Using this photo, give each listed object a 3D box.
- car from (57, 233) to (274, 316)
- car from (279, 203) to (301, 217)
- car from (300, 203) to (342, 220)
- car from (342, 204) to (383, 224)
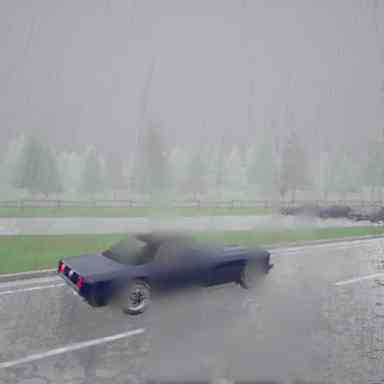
[{"bbox_3d":[-0.374,1.611,7.536,4.718,1.301,1.895,0,0,-34],"label":"car"},{"bbox_3d":[10.793,1.724,32.063,4.718,1.301,1.895,0,0,-20],"label":"car"},{"bbox_3d":[12.171,1.726,28.845,4.718,1.301,1.895,0,0,-20],"label":"car"},{"bbox_3d":[14.839,1.684,26.080,5.357,1.411,2.033,0,0,-20],"label":"car"}]
